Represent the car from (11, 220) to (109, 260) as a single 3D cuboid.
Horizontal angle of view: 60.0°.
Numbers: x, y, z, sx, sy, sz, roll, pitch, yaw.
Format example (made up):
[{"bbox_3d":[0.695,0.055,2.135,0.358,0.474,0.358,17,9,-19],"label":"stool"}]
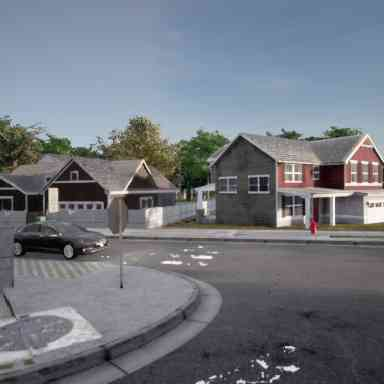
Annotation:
[{"bbox_3d":[-6.035,2.049,14.867,4.892,1.490,1.837,-2,0,22],"label":"car"}]
